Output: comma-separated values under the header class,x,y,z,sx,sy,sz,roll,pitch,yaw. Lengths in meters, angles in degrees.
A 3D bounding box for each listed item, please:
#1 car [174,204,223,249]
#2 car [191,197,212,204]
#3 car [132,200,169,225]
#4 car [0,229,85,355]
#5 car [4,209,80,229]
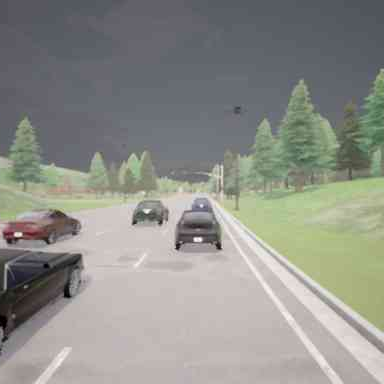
class,x,y,z,sx,sy,sz,roll,pitch,yaw
car,0.289,1.503,14.555,1.837,1.490,4.892,0,0,2
car,0.986,1.352,34.240,2.097,1.767,4.553,0,0,2
car,-2.897,1.336,24.137,2.097,1.767,4.553,0,0,2
car,-3.386,1.586,5.508,1.895,1.301,4.718,0,0,0
car,-6.696,1.495,15.245,1.812,1.442,4.674,0,0,2
